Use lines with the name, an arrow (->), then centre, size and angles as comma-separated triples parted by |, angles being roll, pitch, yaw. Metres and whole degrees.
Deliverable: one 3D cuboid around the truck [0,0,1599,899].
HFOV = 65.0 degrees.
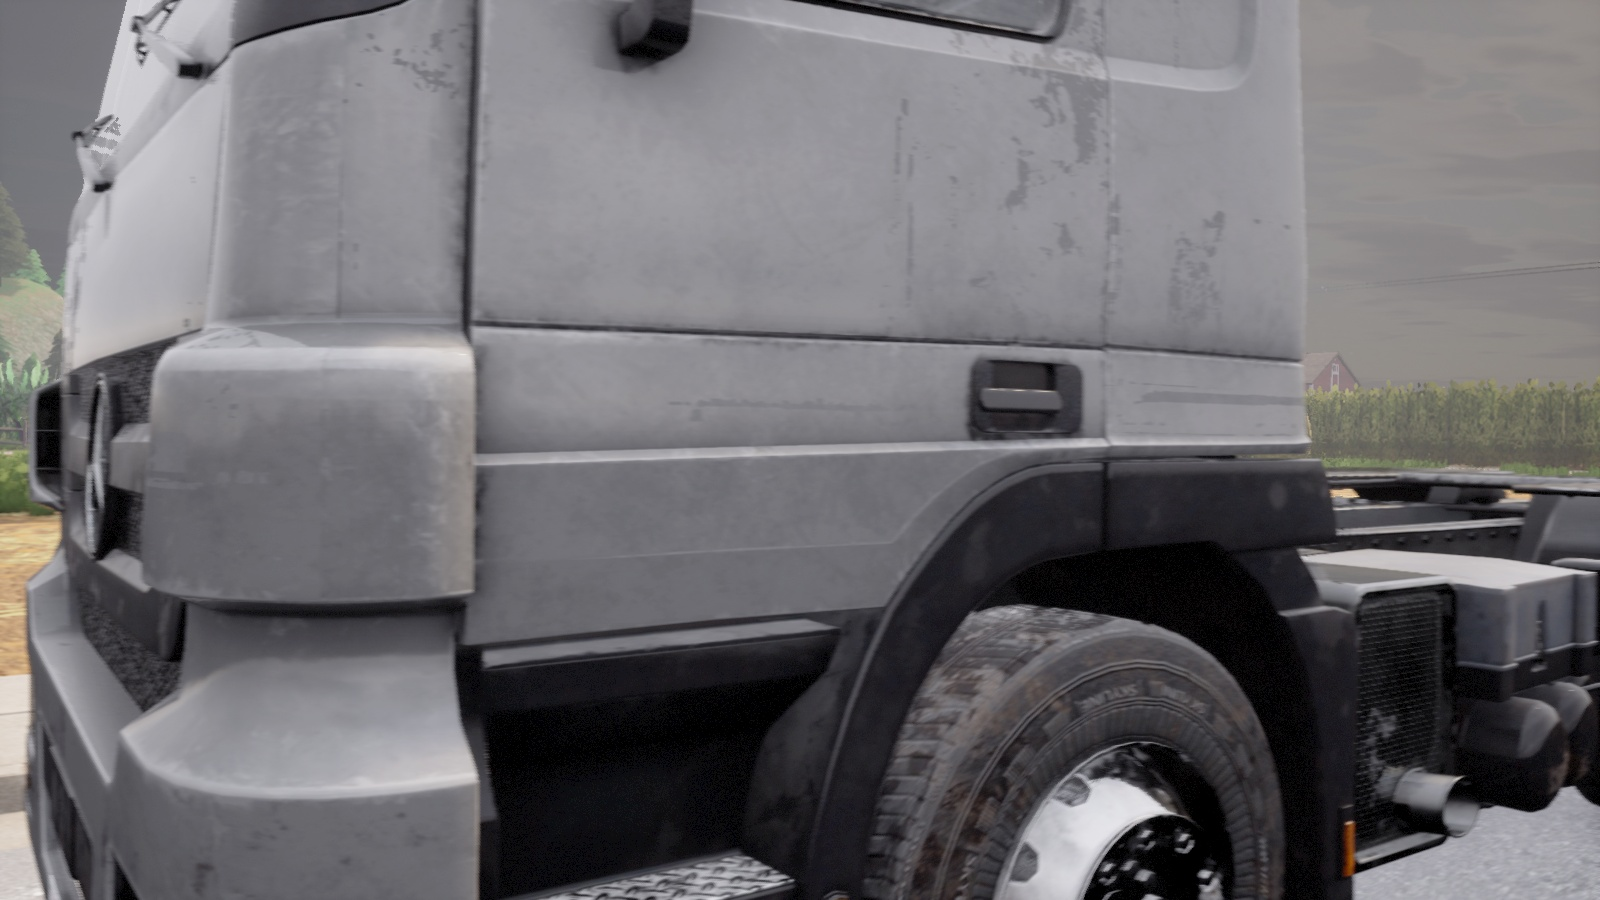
truck -> 1.686, -0.288, 4.786 | 7.936, 3.462, 2.891 | 0, 1, -35
